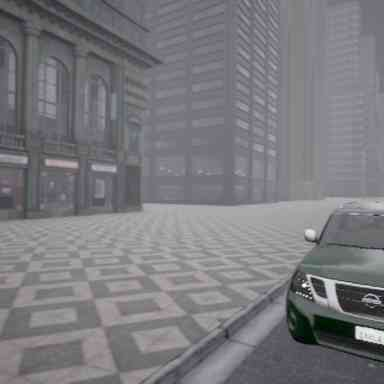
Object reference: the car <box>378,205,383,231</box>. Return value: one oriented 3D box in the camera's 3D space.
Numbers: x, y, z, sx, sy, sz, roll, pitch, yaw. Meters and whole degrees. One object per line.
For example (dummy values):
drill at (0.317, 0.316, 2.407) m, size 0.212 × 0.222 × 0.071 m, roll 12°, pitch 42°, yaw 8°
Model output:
car at (13.174, 1.621, 21.469) m, size 1.812 × 1.442 × 4.674 m, roll 0°, pitch 0°, yaw 32°

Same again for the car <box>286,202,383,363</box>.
car at (3.465, 1.244, 6.007) m, size 2.150 × 2.045 × 5.566 m, roll 0°, pitch 0°, yaw 33°
